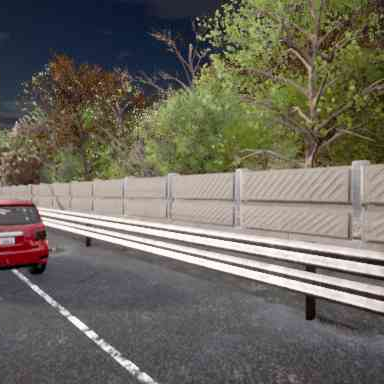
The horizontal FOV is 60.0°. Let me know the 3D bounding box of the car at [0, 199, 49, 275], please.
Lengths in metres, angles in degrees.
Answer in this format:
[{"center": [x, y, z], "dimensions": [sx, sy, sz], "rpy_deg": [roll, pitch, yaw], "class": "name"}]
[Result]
[{"center": [-5.946, 1.224, 9.735], "dimensions": [2.150, 2.045, 5.566], "rpy_deg": [0, 0, -39], "class": "car"}]
